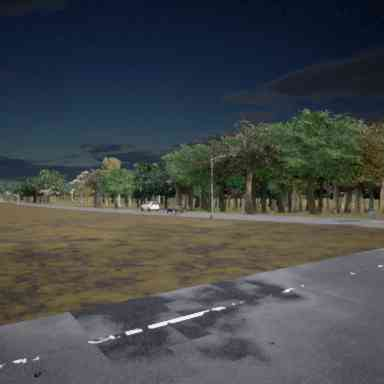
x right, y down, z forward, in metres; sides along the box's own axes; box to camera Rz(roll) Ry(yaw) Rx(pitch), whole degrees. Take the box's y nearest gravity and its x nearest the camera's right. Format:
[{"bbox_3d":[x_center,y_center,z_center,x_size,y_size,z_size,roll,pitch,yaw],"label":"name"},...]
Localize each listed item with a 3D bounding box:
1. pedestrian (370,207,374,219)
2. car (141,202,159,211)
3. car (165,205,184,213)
[{"bbox_3d":[19.291,2.202,35.573,0.375,1.300,0.375,-2,1,-33],"label":"pedestrian"},{"bbox_3d":[-9.039,3.105,71.515,2.150,2.045,5.566,1,-2,-33],"label":"car"},{"bbox_3d":[-3.308,3.248,62.761,1.837,1.490,4.892,1,-2,-33],"label":"car"}]
